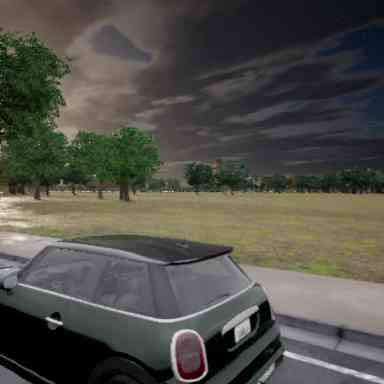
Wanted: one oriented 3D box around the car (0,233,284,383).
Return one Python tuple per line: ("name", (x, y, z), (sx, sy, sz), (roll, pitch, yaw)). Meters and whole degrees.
("car", (-1.243, 1.352, 4.446), (4.553, 1.767, 2.097), (0, 0, 35))
